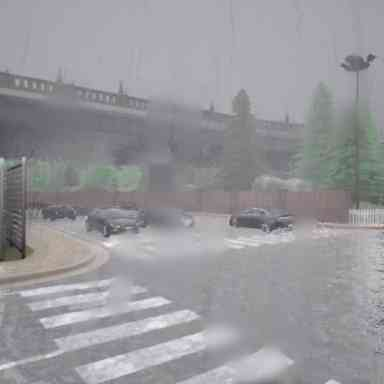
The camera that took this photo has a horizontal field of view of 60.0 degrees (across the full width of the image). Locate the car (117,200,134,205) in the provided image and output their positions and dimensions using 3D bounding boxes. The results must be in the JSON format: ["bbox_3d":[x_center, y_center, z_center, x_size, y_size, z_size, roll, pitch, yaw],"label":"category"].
[{"bbox_3d":[-8.674,1.775,43.025,1.837,1.490,4.892,0,-1,-35],"label":"car"}]

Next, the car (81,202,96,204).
[{"bbox_3d":[-9.955,1.713,32.546,2.033,1.411,5.357,0,0,-35],"label":"car"}]

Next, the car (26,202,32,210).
[{"bbox_3d":[-24.278,1.806,46.108,1.895,1.301,4.718,0,0,-42],"label":"car"}]

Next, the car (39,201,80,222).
[{"bbox_3d":[-11.371,1.749,28.494,1.895,1.301,4.718,0,0,-35],"label":"car"}]

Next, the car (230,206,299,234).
[{"bbox_3d":[4.252,1.649,20.448,2.128,1.511,4.902,-2,1,-31],"label":"car"}]

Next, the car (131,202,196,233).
[{"bbox_3d":[-1.681,1.620,20.886,2.128,1.511,4.902,0,0,-35],"label":"car"}]

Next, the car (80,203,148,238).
[{"bbox_3d":[-4.568,1.622,18.864,1.837,1.490,4.892,0,0,-34],"label":"car"}]

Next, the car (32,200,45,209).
[{"bbox_3d":[-22.648,1.821,49.566,4.718,1.301,1.895,0,0,44],"label":"car"}]
